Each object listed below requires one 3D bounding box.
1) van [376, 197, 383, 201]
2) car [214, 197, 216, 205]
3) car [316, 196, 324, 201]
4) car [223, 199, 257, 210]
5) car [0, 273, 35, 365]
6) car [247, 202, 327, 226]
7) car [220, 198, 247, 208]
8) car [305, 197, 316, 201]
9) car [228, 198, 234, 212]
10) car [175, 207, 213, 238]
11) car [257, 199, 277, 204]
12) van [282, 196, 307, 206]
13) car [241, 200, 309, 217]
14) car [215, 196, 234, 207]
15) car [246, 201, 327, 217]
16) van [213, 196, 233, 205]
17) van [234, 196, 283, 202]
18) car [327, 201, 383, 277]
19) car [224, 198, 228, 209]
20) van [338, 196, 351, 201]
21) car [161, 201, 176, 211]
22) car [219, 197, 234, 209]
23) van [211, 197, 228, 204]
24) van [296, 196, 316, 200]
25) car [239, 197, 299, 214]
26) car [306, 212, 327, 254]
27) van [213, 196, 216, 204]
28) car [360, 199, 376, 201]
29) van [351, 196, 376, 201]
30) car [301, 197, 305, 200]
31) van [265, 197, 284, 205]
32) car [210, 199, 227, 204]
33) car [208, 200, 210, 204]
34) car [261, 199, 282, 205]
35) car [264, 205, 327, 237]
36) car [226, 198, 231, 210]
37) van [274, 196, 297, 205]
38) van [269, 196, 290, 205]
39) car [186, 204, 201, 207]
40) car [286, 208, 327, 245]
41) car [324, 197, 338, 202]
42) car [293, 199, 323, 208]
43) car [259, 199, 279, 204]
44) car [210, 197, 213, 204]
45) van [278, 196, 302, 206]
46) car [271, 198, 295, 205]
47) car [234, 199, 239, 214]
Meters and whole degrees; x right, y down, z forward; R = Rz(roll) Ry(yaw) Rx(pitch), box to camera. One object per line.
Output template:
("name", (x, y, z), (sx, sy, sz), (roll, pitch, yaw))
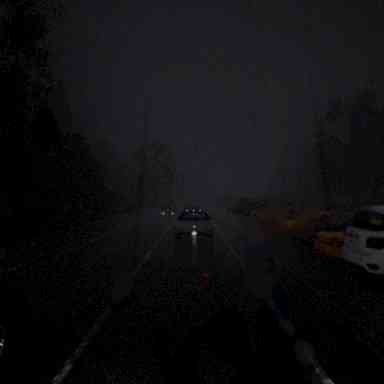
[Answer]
("van", (19.994, 1.468, 30.705), (4.442, 1.987, 1.878), (0, 0, 0))
("car", (7.287, 2.053, 64.195), (5.008, 1.535, 2.097), (0, -1, 0))
("car", (20.186, 1.586, 44.569), (5.566, 2.045, 2.435), (0, -1, 0))
("car", (7.187, 1.907, 50.315), (4.892, 1.521, 2.231), (0, -1, 0))
("car", (-3.350, 1.567, 2.809), (2.033, 1.411, 5.357), (0, 0, 0))
("car", (6.773, 1.650, 22.688), (5.366, 1.575, 1.946), (0, 0, 0))
("car", (7.216, 1.869, 58.644), (4.553, 1.767, 2.185), (0, -1, 0))
("car", (20.254, 1.896, 50.108), (5.008, 1.535, 2.097), (0, -1, 0))
("car", (7.062, 1.819, 39.211), (4.792, 1.488, 2.163), (0, -1, 0))
("car", (0.118, 1.728, 18.398), (1.895, 1.301, 4.718), (0, 0, 0))
("car", (20.590, 2.632, 91.756), (5.008, 1.535, 2.097), (0, -2, 0))
("van", (20.511, 1.847, 66.854), (4.442, 1.987, 1.878), (0, -1, 0))
("car", (6.996, 1.681, 28.107), (4.892, 1.521, 2.231), (0, 0, 0))
("car", (7.040, 1.962, 55.868), (5.366, 1.575, 1.946), (0, -1, 0))
("car", (7.165, 1.660, 25.338), (5.366, 1.575, 1.946), (0, 0, 0))
("van", (7.288, 2.048, 78.060), (4.442, 1.987, 1.878), (0, -2, 0))
("van", (7.185, 1.534, 36.437), (4.442, 1.987, 1.878), (0, -1, 0))
("car", (6.873, 1.373, 8.685), (5.566, 2.045, 2.435), (0, 0, 0))
("car", (7.107, 1.877, 44.763), (4.792, 1.488, 2.163), (0, -1, 0))
("van", (20.053, 1.553, 39.031), (4.442, 1.987, 1.878), (0, -1, 0))
("car", (-3.204, 1.917, 46.361), (2.033, 1.411, 5.357), (0, -1, 1))
("car", (6.973, 1.874, 47.541), (5.366, 1.575, 1.946), (0, -1, 0))
("van", (7.633, 2.417, 91.934), (4.442, 1.987, 1.878), (0, -2, 0))
("van", (20.421, 1.730, 55.774), (4.442, 1.987, 1.878), (0, -1, 0))
("car", (7.055, 1.578, 30.887), (4.553, 1.767, 2.185), (0, 0, 0))
("car", (7.053, 1.626, 11.460), (5.366, 1.575, 1.946), (0, 0, 0))
("van", (7.220, 1.886, 69.750), (4.442, 1.987, 1.878), (0, -1, 0))
("car", (20.130, 1.720, 33.488), (5.008, 1.535, 2.097), (0, -1, 0))
("van", (20.264, 1.524, 36.259), (4.442, 1.987, 1.878), (0, -1, 0))
("car", (20.285, 1.967, 53.002), (4.674, 1.452, 2.002), (0, -1, 0))
("van", (20.644, 2.182, 83.329), (4.442, 1.987, 1.878), (0, -2, 0))
("car", (7.541, 2.757, 94.703), (4.674, 1.452, 2.002), (0, -2, 0))
("car", (7.499, 2.569, 89.154), (5.008, 1.535, 2.097), (0, -2, 0))
("car", (20.543, 2.482, 86.092), (4.892, 1.521, 2.231), (0, -2, 0))
("car", (6.727, 1.637, 17.015), (5.366, 1.575, 1.946), (0, 0, 0))
("car", (7.084, 1.848, 41.987), (4.792, 1.488, 2.163), (0, -1, 0))
("van", (20.322, 1.906, 72.403), (4.442, 1.987, 1.878), (0, -1, 0))
("van", (20.365, 2.034, 77.793), (4.442, 1.987, 1.878), (0, -2, 0))
("car", (0.171, 1.859, 34.533), (1.895, 1.301, 4.718), (0, 0, 0))
("car", (6.896, 1.636, 14.238), (4.892, 1.521, 2.231), (0, 0, 0))
("car", (20.164, 1.557, 41.799), (5.566, 2.045, 2.435), (0, -1, 0))
("car", (20.324, 2.024, 58.416), (4.674, 1.452, 2.002), (0, -1, 0))
("car", (20.567, 2.555, 88.862), (5.008, 1.535, 2.097), (0, -2, 0))
("car", (7.388, 1.890, 72.525), (5.566, 2.045, 2.435), (0, -1, 0))
("van", (20.532, 1.875, 69.498), (4.442, 1.987, 1.878), (0, -1, 0))
("car", (20.465, 2.186, 75.017), (5.008, 1.535, 2.097), (0, -2, 0))
("car", (7.076, 1.760, 33.658), (4.792, 1.488, 2.163), (0, -1, 0))
